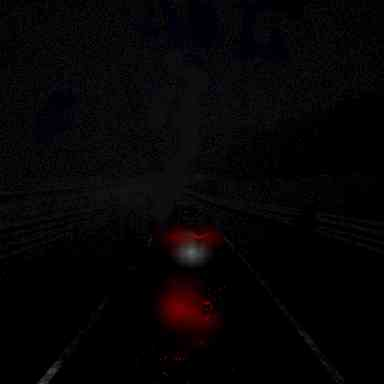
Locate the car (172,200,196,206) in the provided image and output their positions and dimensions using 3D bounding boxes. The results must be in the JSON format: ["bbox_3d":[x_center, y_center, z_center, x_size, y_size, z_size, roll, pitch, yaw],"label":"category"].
[{"bbox_3d":[-0.683,1.426,28.363,1.882,1.535,5.008,0,0,-3],"label":"car"}]

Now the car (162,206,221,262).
[{"bbox_3d":[-0.031,1.484,11.990,1.837,1.490,4.892,0,0,-1],"label":"car"}]
